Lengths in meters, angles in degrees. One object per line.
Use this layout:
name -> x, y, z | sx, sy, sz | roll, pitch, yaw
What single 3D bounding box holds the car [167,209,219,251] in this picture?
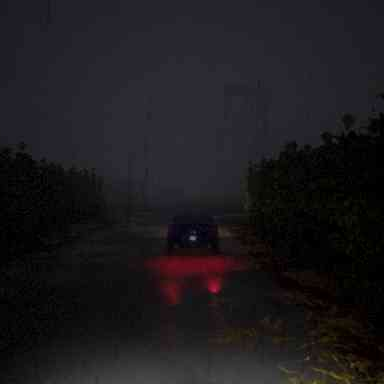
car -> 0.051, 1.432, 13.913 | 1.882, 1.535, 5.008 | 0, 0, 1
